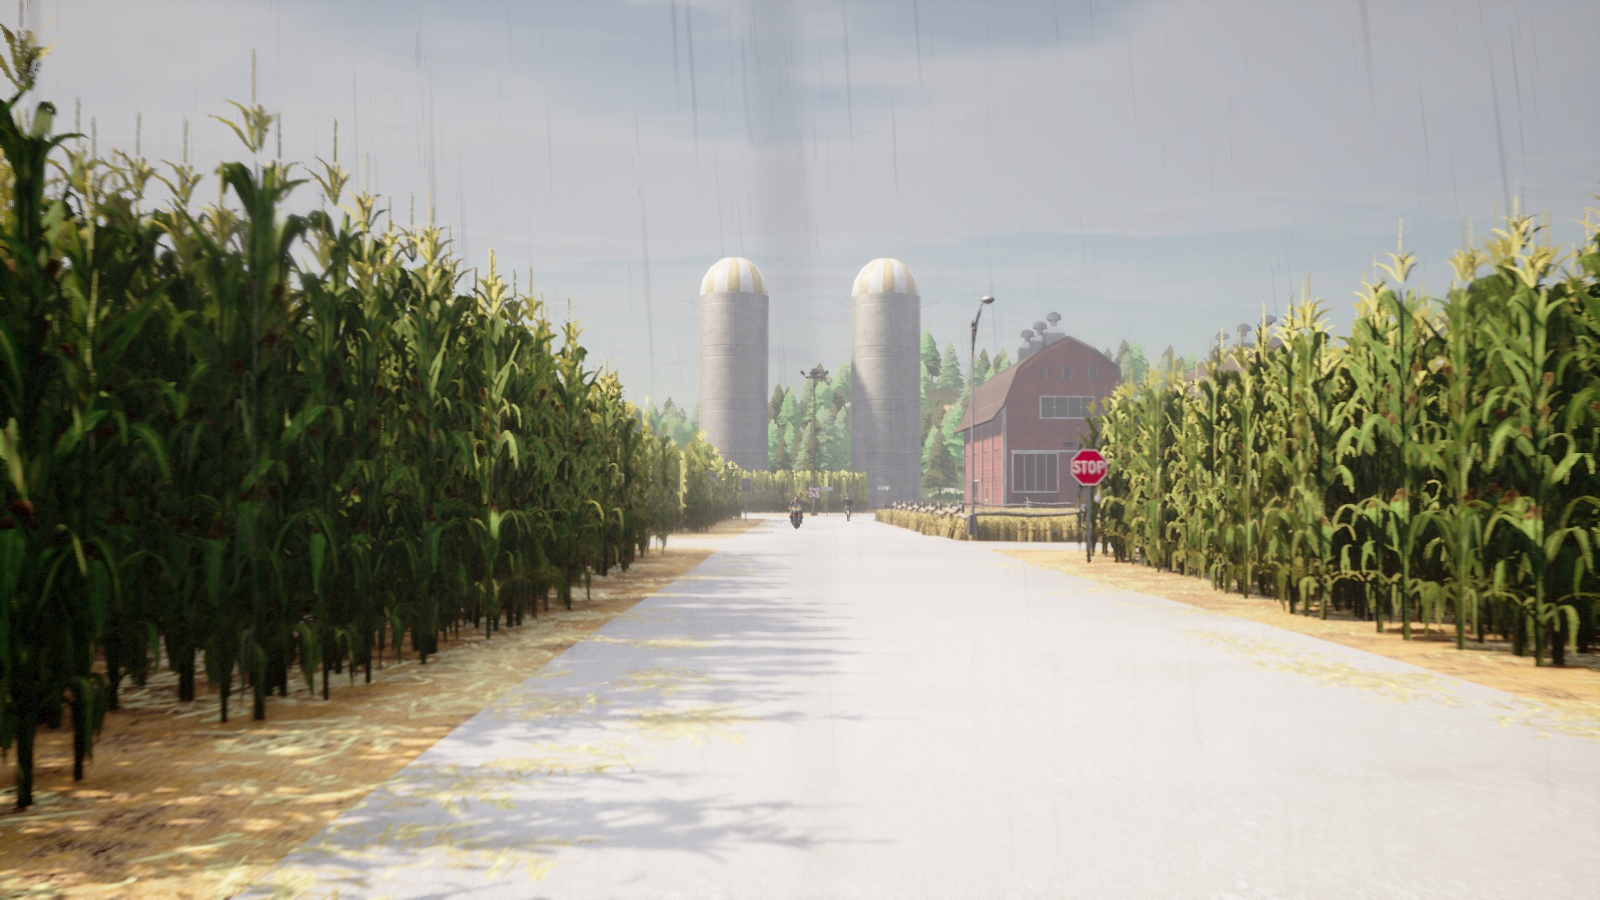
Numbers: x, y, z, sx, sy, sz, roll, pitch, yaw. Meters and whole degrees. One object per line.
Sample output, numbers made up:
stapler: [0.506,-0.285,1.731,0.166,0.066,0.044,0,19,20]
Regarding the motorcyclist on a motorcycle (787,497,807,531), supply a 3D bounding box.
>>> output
motorcyclist on a motorcycle: [-0.137,2.939,58.146,0.866,1.530,2.191,0,-2,0]
